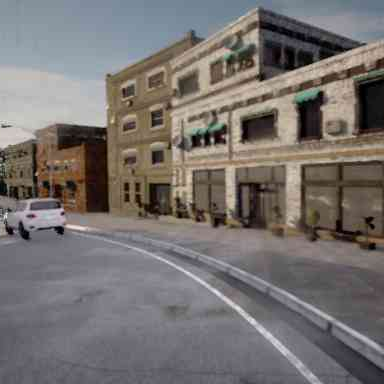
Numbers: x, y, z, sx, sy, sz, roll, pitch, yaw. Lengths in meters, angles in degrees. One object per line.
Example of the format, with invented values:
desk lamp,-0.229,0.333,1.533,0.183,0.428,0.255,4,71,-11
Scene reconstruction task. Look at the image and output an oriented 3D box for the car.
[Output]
car,-9.199,1.444,19.354,2.150,2.045,5.566,-3,0,-41
